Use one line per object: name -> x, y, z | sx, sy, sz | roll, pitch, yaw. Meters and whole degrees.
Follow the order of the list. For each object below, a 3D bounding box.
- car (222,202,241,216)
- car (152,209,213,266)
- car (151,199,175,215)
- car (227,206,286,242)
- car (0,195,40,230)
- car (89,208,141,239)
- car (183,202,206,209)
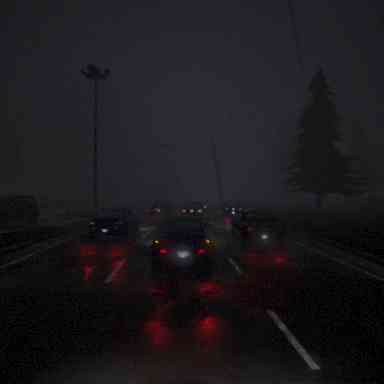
car -> 3.946, 1.590, 32.615 | 1.895, 1.301, 4.718 | 0, 0, 4
car -> -0.328, 1.523, 11.373 | 1.812, 1.442, 4.674 | 0, 0, -2
car -> -2.967, 1.500, 34.018 | 1.837, 1.490, 4.892 | 0, 0, 4
car -> 3.073, 1.594, 16.360 | 1.895, 1.301, 4.718 | 0, 0, 0
car -> -12.190, 1.228, 21.668 | 2.150, 2.045, 5.566 | 0, 0, 6
car -> -3.875, 1.525, 17.161 | 1.812, 1.442, 4.674 | 0, 0, 1
car -> 0.161, 1.541, 28.671 | 2.033, 1.411, 5.357 | 0, 0, 4
